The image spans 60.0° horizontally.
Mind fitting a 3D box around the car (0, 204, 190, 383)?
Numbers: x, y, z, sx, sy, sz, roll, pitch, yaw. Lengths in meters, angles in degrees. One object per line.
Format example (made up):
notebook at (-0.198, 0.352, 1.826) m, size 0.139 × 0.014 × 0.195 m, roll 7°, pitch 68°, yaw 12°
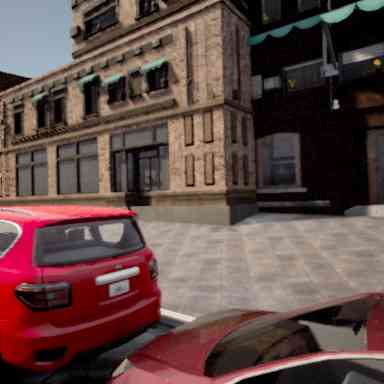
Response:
car at (-3.040, 1.230, 5.484) m, size 5.566 × 2.045 × 2.435 m, roll 0°, pitch 0°, yaw 35°
